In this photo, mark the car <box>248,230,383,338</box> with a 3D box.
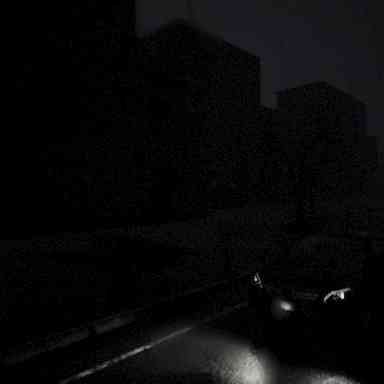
[{"bbox_3d":[3.006,1.531,6.783,1.812,1.442,4.674,-1,-2,43],"label":"car"}]
